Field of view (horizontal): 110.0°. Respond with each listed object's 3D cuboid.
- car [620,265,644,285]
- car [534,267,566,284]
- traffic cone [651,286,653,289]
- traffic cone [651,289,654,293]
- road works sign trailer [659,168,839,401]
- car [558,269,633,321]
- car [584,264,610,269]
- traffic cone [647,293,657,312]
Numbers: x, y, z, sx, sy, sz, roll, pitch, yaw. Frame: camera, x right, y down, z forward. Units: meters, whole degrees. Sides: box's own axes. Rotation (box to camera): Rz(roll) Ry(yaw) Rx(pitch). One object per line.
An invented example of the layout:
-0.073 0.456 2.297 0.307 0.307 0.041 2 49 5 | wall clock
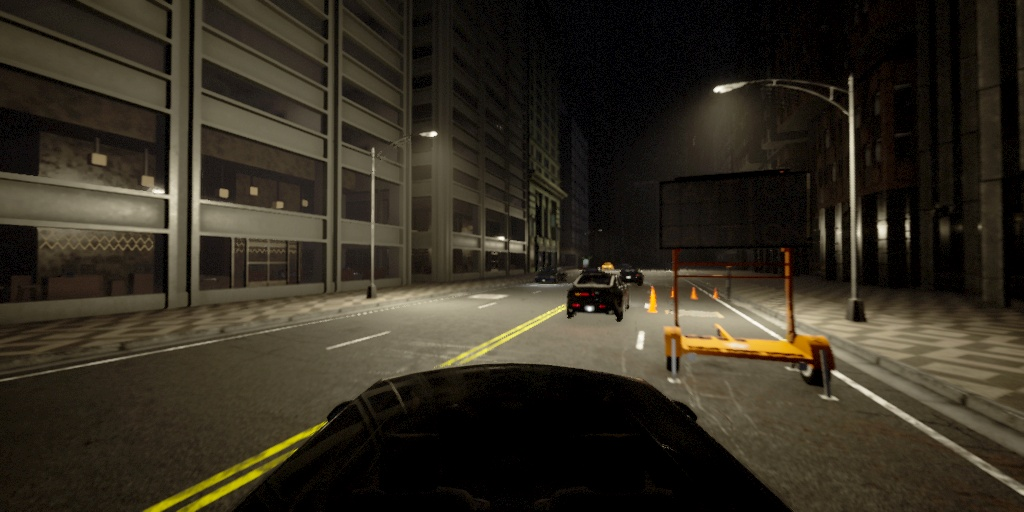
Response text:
9.871 1.660 29.954 1.994 1.385 4.181 0 -1 22 | car
3.608 1.686 32.333 2.033 1.411 5.357 0 -1 22 | car
6.838 1.887 17.470 0.340 0.580 0.340 0 0 22 | traffic cone
6.101 1.863 15.610 0.340 0.580 0.340 0 0 22 | traffic cone
4.074 0.265 6.734 2.380 3.560 2.880 0 0 22 | road works sign trailer
3.287 1.389 13.320 1.837 1.490 4.892 0 -1 22 | car
7.459 1.692 33.228 2.033 1.411 5.357 0 -1 22 | car
5.365 1.841 13.751 0.340 0.580 0.340 0 0 22 | traffic cone
